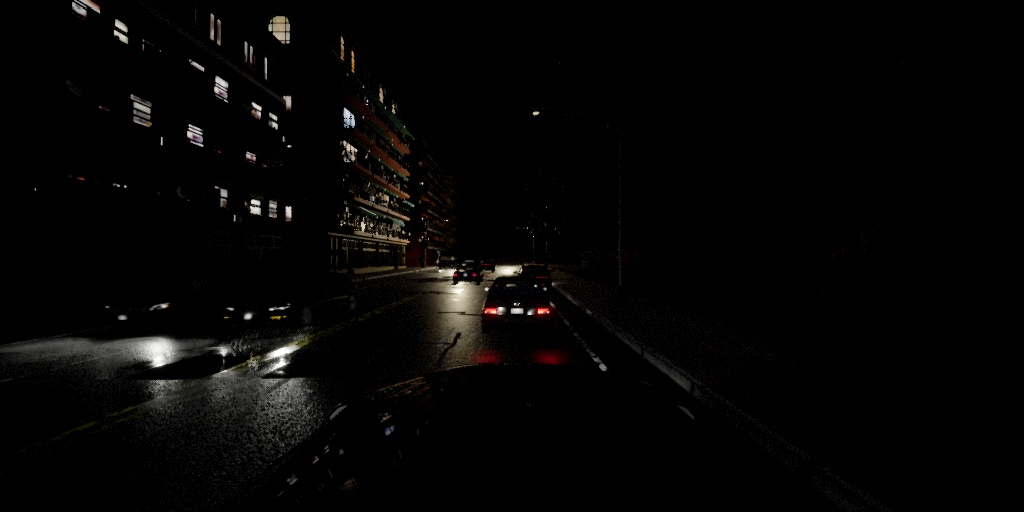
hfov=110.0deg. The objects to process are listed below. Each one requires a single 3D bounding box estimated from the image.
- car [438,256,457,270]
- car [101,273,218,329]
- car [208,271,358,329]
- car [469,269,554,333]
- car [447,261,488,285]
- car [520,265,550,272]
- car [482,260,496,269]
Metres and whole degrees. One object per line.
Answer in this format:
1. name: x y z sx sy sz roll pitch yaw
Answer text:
1. car: -9.748 0.973 54.841 2.150 2.045 5.566 0 0 0
2. car: -9.821 1.277 11.369 1.812 1.442 4.674 0 0 0
3. car: -6.584 1.257 11.376 1.837 1.490 4.892 0 0 0
4. car: 0.117 1.299 10.661 2.033 1.411 5.357 0 0 0
5. car: -3.107 1.301 26.162 2.033 1.411 5.357 0 0 0
6. car: 1.170 1.258 20.349 1.837 1.490 4.892 0 0 0
7. car: -3.069 1.244 44.873 2.128 1.511 4.902 0 0 0
